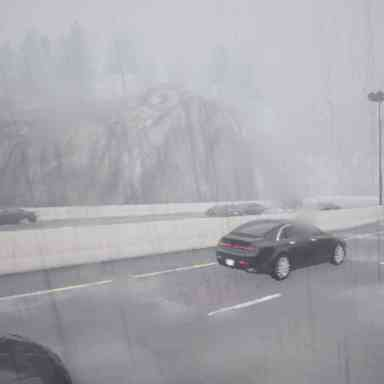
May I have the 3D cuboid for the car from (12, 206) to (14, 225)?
[{"bbox_3d":[-13.957,1.798,24.186,5.008,1.535,1.882,0,0,-37],"label":"car"}]

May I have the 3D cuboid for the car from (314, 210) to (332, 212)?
[{"bbox_3d":[13.585,1.743,34.035,5.357,1.411,2.033,0,-1,-45],"label":"car"}]

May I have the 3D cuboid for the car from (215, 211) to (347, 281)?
[{"bbox_3d":[2.879,1.576,10.175,4.892,1.490,1.837,0,1,-38],"label":"car"}]

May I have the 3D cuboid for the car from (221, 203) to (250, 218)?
[{"bbox_3d":[5.061,1.736,30.748,4.892,1.490,1.837,0,0,-43],"label":"car"}]

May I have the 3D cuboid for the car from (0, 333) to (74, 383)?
[{"bbox_3d":[-3.044,1.532,1.503,4.902,1.511,2.128,0,0,-35],"label":"car"}]
